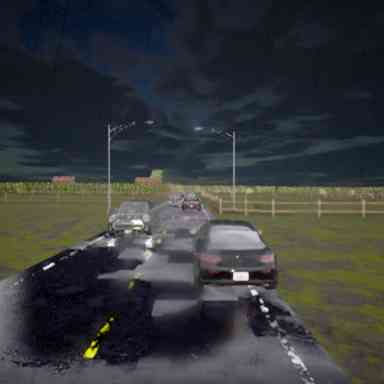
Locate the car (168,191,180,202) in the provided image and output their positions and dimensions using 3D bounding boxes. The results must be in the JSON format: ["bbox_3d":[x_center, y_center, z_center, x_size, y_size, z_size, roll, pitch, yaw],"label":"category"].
[{"bbox_3d":[-2.999,0.797,58.863,2.097,1.767,4.553,0,1,0],"label":"car"}]

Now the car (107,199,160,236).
[{"bbox_3d":[-2.901,1.192,17.287,2.097,1.767,4.553,0,1,0],"label":"car"}]

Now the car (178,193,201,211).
[{"bbox_3d":[-0.042,1.165,35.039,2.128,1.511,4.902,0,1,0],"label":"car"}]

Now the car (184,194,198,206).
[{"bbox_3d":[-0.115,1.037,46.981,1.882,1.535,5.008,0,0,0],"label":"car"}]

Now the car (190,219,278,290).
[{"bbox_3d":[0.938,1.445,8.732,1.812,1.442,4.674,0,1,0],"label":"car"}]

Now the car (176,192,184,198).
[{"bbox_3d":[-3.006,0.801,83.650,1.895,1.301,4.718,0,1,0],"label":"car"}]
